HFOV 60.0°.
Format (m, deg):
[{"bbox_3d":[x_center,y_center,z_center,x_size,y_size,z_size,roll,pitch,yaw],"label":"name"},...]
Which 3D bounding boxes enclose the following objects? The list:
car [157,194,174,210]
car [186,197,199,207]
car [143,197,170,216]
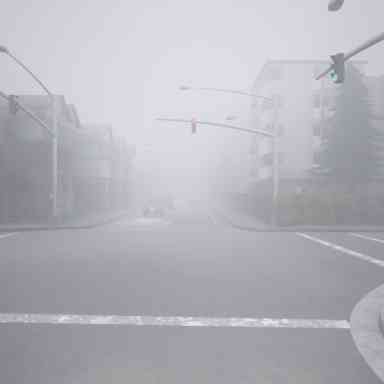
[{"bbox_3d":[-3.560,1.221,42.919,2.150,2.045,5.566,0,0,0],"label":"car"},{"bbox_3d":[0.103,1.526,51.824,1.812,1.442,4.674,0,0,0],"label":"car"},{"bbox_3d":[-3.584,1.491,32.343,2.128,1.511,4.902,0,0,0],"label":"car"}]
